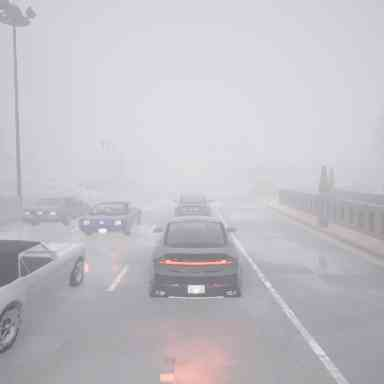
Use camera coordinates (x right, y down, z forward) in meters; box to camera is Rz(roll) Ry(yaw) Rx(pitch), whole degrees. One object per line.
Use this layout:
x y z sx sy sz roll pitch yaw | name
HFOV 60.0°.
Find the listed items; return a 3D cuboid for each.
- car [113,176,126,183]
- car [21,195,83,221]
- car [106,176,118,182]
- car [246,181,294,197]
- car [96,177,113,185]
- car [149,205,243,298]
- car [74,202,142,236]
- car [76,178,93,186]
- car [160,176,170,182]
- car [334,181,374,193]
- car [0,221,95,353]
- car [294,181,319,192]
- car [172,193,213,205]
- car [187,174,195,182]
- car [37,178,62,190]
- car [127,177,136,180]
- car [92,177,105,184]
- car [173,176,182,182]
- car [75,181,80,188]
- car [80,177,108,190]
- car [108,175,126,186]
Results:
-17.868 -3.048 82.146 2.128 1.511 4.902 0 3 0 | car
-6.968 0.868 17.683 2.033 1.411 5.357 0 3 0 | car
-21.402 -3.540 89.339 2.128 1.511 4.902 0 3 0 | car
8.118 -0.411 35.669 4.553 1.767 2.097 0 3 5 | car
-17.803 -2.198 68.091 2.128 1.511 4.902 0 3 0 | car
0.071 1.338 8.142 1.837 1.490 4.892 0 2 0 | car
-3.456 1.078 15.051 1.895 1.301 4.718 0 3 0 | car
-21.294 -2.005 66.155 1.895 1.301 4.718 0 3 0 | car
-7.397 -3.431 88.386 1.812 1.442 4.674 0 3 0 | car
18.466 -0.474 38.781 5.008 1.535 1.882 0 3 2 | car
-3.421 1.506 5.925 1.895 1.301 4.718 0 2 0 | car
15.023 -0.644 42.390 4.674 1.442 1.812 0 3 2 | car
0.036 0.838 17.521 1.837 1.490 4.892 0 3 -1 | car
-0.403 -3.506 89.684 2.128 1.511 4.902 0 3 0 | car
-21.309 -1.271 49.901 2.097 1.767 4.553 0 4 0 | car
-14.348 -2.829 77.740 1.882 1.535 5.008 0 3 0 | car
-21.341 -2.689 76.200 1.812 1.442 4.674 0 3 0 | car
-3.897 -3.432 88.402 1.812 1.442 4.674 0 3 0 | car
-17.824 -1.372 55.080 1.994 1.385 4.181 0 3 0 | car
-14.309 -1.085 48.910 1.882 1.535 5.008 0 3 0 | car
-14.322 -2.170 62.623 2.150 2.045 5.566 0 3 0 | car
